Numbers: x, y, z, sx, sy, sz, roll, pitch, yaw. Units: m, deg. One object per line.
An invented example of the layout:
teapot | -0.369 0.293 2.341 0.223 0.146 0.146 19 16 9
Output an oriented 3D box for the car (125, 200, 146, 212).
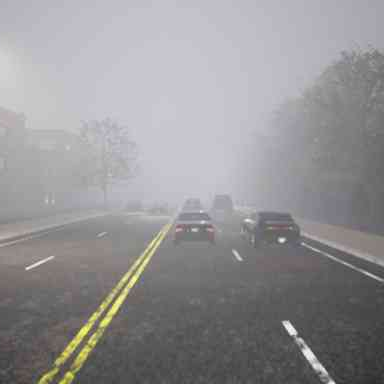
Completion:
car | -6.625 1.653 39.354 1.994 1.385 4.181 0 0 0

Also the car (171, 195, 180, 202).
car | -3.839 1.418 75.880 1.812 1.442 4.674 0 0 -1

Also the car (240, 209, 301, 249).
car | 3.347 1.539 14.798 1.837 1.490 4.892 0 0 0

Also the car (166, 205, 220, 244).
car | 0.098 1.583 15.881 2.033 1.411 5.357 0 0 0

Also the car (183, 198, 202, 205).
car | 0.082 1.436 36.942 2.097 1.767 4.553 0 0 0

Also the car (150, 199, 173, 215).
car | -3.361 1.681 35.452 1.895 1.301 4.718 0 0 0

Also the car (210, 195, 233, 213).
car | 3.332 1.307 37.955 2.150 2.045 5.566 0 0 0

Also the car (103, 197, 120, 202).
car | -20.702 2.016 85.326 4.313 1.339 1.947 -1 1 -1
